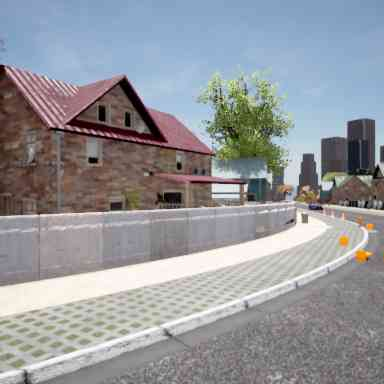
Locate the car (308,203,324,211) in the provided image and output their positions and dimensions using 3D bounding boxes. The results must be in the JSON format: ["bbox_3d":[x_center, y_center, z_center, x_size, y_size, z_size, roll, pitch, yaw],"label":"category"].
[{"bbox_3d":[20.883,2.478,56.285,1.895,1.301,4.718,0,-1,12],"label":"car"}]

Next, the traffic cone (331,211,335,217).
[{"bbox_3d":[15.634,2.426,36.982,0.340,0.580,0.340,0,-1,12],"label":"traffic cone"}]
